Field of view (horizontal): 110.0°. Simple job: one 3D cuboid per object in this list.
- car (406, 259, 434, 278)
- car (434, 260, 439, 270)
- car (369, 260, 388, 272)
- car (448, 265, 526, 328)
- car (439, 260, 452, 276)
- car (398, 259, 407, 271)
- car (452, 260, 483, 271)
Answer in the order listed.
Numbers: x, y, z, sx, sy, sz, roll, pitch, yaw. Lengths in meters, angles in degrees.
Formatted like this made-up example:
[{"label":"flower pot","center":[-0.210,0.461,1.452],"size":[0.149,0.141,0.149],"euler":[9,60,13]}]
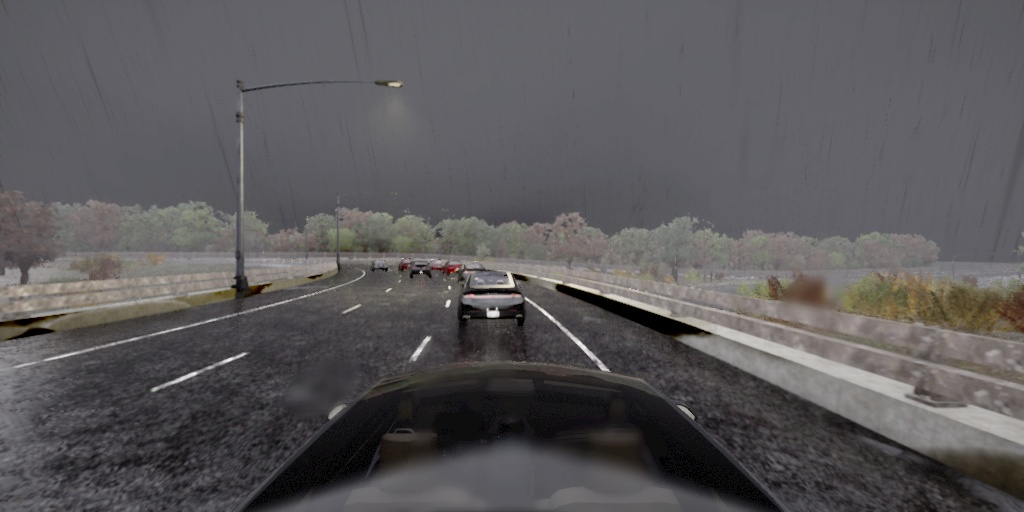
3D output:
[{"label":"car","center":[-8.765,1.209,34.000],"size":[1.837,1.490,4.892],"euler":[0,0,-17]},{"label":"car","center":[-10.034,1.251,47.121],"size":[1.994,1.385,4.181],"euler":[0,0,-24]},{"label":"car","center":[-17.285,1.239,46.440],"size":[2.033,1.411,5.357],"euler":[0,0,-27]},{"label":"car","center":[-0.690,1.228,11.373],"size":[2.128,1.511,4.902],"euler":[0,0,-5]},{"label":"car","center":[-5.988,1.178,36.740],"size":[1.882,1.535,5.008],"euler":[0,0,-18]},{"label":"car","center":[-13.654,1.167,46.674],"size":[1.882,1.535,5.008],"euler":[0,0,-24]},{"label":"car","center":[-2.785,1.209,24.811],"size":[2.128,1.511,4.902],"euler":[0,0,-12]}]
